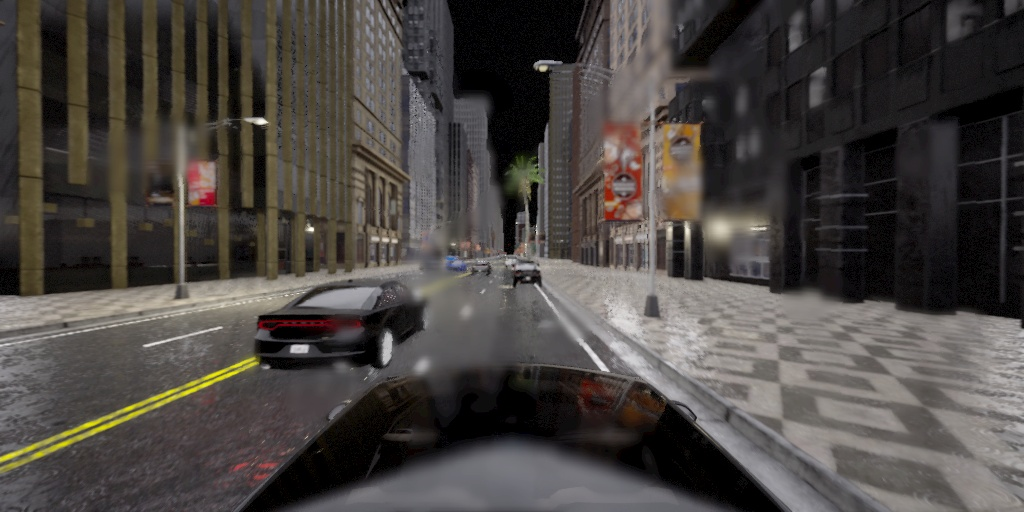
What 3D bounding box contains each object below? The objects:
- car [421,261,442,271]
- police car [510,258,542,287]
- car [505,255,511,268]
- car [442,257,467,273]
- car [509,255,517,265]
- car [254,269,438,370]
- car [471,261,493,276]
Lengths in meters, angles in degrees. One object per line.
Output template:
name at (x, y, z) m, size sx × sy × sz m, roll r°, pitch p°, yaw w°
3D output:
car at (-9.815, 1.267, 44.565) m, size 2.033 × 1.411 × 5.357 m, roll 0°, pitch 0°, yaw 0°
police car at (0.982, 1.163, 24.583) m, size 1.930 × 1.638 × 5.238 m, roll 0°, pitch 0°, yaw 0°
car at (0.018, 0.920, 60.440) m, size 2.150 × 2.045 × 5.566 m, roll 0°, pitch 0°, yaw 0°
car at (-6.567, 1.199, 42.678) m, size 1.882 × 1.535 × 5.008 m, roll 0°, pitch 0°, yaw 0°
car at (0.984, 1.081, 34.443) m, size 2.097 × 1.767 × 4.553 m, roll 0°, pitch 0°, yaw 0°
car at (-3.148, 1.225, 7.790) m, size 1.882 × 1.535 × 5.008 m, roll 0°, pitch 0°, yaw 0°
car at (-3.138, 1.218, 37.594) m, size 2.128 × 1.511 × 4.902 m, roll 0°, pitch 0°, yaw 0°
